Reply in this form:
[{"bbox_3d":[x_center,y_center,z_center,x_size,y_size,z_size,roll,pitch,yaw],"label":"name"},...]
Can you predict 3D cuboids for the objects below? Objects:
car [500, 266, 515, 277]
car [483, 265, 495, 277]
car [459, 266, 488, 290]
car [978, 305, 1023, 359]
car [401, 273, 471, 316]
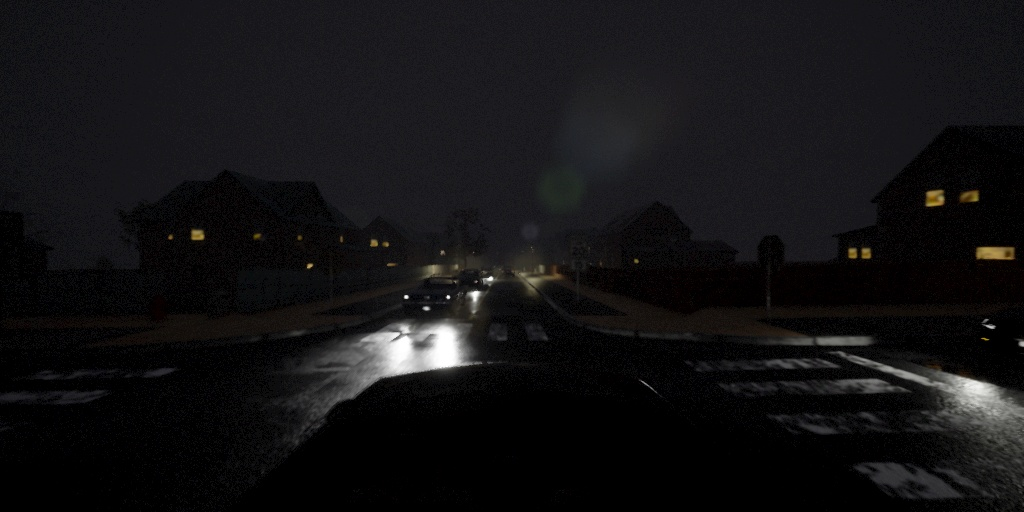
[{"bbox_3d":[-0.570,2.042,47.290,2.033,1.411,5.357,0,-1,-1],"label":"car"},{"bbox_3d":[-3.370,2.005,48.389,2.128,1.511,4.902,0,-1,0],"label":"car"},{"bbox_3d":[-3.116,1.660,26.598,2.033,1.411,5.357,0,-1,-1],"label":"car"},{"bbox_3d":[10.590,1.096,5.732,4.892,1.490,1.837,-1,1,-1],"label":"car"},{"bbox_3d":[-2.945,1.526,14.492,1.895,1.301,4.718,0,-1,-1],"label":"car"}]
